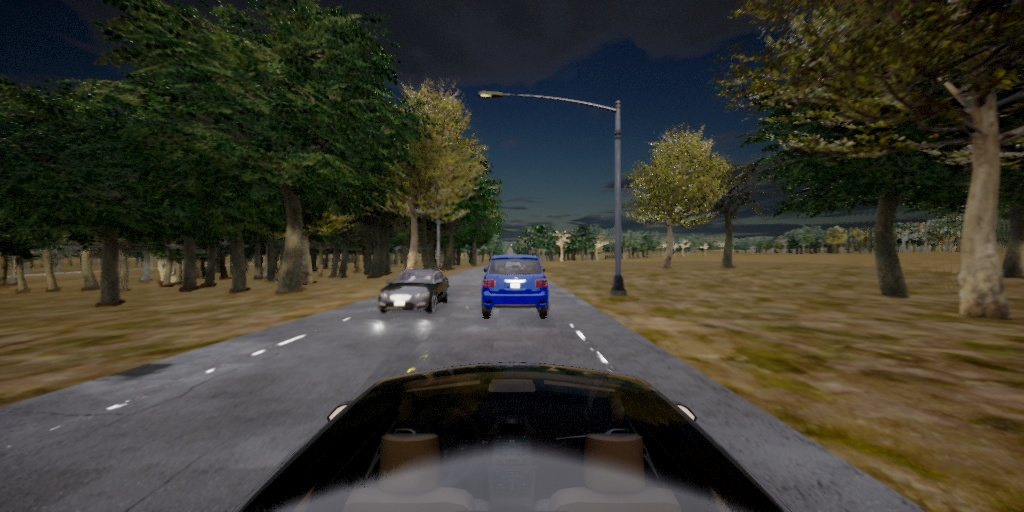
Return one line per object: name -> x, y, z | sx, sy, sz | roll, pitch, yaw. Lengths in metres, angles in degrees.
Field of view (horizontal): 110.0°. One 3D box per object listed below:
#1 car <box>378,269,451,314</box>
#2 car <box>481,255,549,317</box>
car -> -3.600, 1.261, 13.942 | 2.128, 1.511, 4.902 | 0, 0, 0
car -> 0.096, 0.988, 13.319 | 2.150, 2.045, 5.566 | 0, 0, 0
